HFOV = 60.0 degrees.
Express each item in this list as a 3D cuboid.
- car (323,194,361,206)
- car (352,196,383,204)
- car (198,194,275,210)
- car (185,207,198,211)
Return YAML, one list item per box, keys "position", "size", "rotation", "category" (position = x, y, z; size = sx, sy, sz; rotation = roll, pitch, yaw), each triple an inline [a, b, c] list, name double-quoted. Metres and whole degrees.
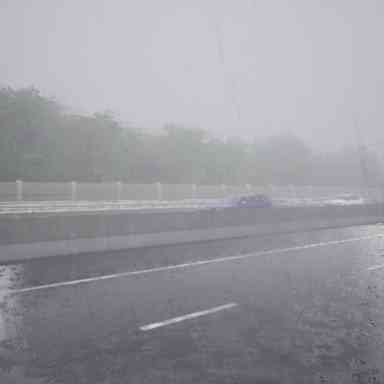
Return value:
- position: [17.239, 1.287, 37.615]
  size: [5.566, 2.045, 2.150]
  rotation: [0, 0, -35]
  category: "car"
- position: [19.292, 1.515, 34.781]
  size: [4.902, 1.511, 2.128]
  rotation: [0, 0, -35]
  category: "car"
- position: [3.486, 1.200, 23.643]
  size: [5.566, 2.045, 2.150]
  rotation: [0, 0, -35]
  category: "car"
- position: [1.844, 1.520, 26.765]
  size: [5.357, 1.411, 2.033]
  rotation: [0, 0, -35]
  category: "car"
